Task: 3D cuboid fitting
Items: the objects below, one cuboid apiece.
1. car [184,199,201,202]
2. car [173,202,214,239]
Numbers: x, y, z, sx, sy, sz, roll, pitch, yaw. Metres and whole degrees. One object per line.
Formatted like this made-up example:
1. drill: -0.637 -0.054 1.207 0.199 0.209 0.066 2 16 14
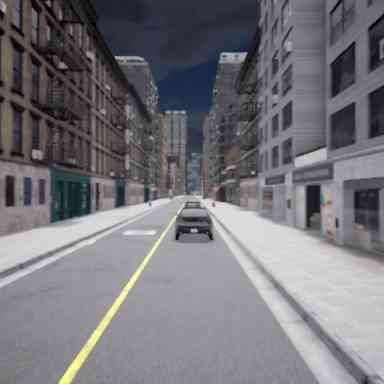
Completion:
1. car: 0.090 1.522 39.933 2.128 1.511 4.902 0 0 0
2. car: 0.096 1.514 17.490 1.837 1.490 4.892 0 0 0
